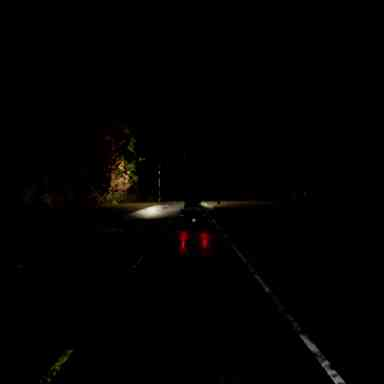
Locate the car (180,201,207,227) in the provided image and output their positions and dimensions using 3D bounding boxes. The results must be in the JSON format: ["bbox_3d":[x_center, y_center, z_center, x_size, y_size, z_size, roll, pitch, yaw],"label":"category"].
[{"bbox_3d":[0.106,1.610,23.388,1.812,1.442,4.674,0,0,0],"label":"car"}]

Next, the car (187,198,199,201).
[{"bbox_3d":[0.107,1.525,41.030,2.097,1.767,4.553,0,0,0],"label":"car"}]
